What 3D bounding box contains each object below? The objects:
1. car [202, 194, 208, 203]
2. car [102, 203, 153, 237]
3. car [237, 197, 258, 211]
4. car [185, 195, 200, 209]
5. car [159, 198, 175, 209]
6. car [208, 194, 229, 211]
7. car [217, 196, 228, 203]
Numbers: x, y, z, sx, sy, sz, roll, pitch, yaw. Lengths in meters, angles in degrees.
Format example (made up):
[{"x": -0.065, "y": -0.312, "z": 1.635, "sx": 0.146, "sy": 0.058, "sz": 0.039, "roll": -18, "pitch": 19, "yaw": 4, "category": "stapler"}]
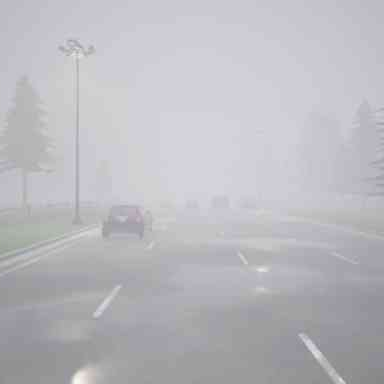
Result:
[{"x": 3.448, "y": 1.414, "z": 78.328, "sx": 2.150, "sy": 2.045, "sz": 5.566, "roll": 0, "pitch": 0, "yaw": 0, "category": "car"}, {"x": -3.412, "y": 1.398, "z": 18.382, "sx": 2.097, "sy": 1.767, "sz": 4.553, "roll": 0, "pitch": 0, "yaw": 0, "category": "car"}, {"x": 7.046, "y": 1.452, "z": 42.514, "sx": 2.097, "sy": 1.767, "sz": 4.553, "roll": 0, "pitch": 0, "yaw": 0, "category": "car"}, {"x": 0.060, "y": 1.591, "z": 46.554, "sx": 1.882, "sy": 1.535, "sz": 5.008, "roll": 0, "pitch": 0, "yaw": 0, "category": "car"}, {"x": -3.440, "y": 1.591, "z": 46.518, "sx": 1.882, "sy": 1.535, "sz": 5.008, "roll": 0, "pitch": 0, "yaw": 0, "category": "car"}, {"x": 3.555, "y": 1.326, "z": 42.992, "sx": 2.150, "sy": 2.045, "sz": 5.566, "roll": 0, "pitch": 0, "yaw": 0, "category": "car"}, {"x": 6.949, "y": 1.711, "z": 77.150, "sx": 2.128, "sy": 1.511, "sz": 4.902, "roll": 0, "pitch": 0, "yaw": 0, "category": "car"}]
